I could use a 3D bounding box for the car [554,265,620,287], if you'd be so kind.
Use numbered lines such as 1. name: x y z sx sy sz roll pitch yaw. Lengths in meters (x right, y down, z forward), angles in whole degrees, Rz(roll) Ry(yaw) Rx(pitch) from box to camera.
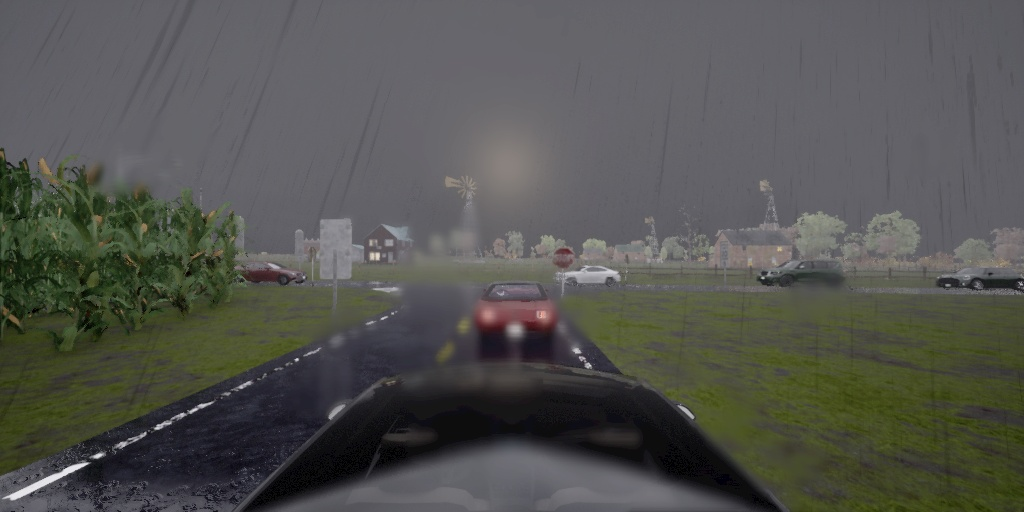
1. car: 5.263 1.374 25.125 4.674 1.442 1.812 1 -2 -14

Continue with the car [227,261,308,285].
1. car: -15.648 1.078 22.957 4.674 1.442 1.812 1 -1 0

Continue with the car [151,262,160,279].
1. car: -26.005 0.645 22.917 5.566 2.045 2.150 1 -1 0

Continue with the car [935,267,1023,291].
1. car: 33.968 1.570 26.107 4.553 1.767 2.097 1 -1 0

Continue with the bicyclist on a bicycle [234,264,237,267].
1. bicyclist on a bicycle: -22.674 0.995 28.897 0.582 1.620 1.656 1 0 0

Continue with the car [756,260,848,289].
1. car: 21.002 1.280 26.063 5.566 2.045 2.150 1 -1 0

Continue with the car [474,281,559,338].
1. car: 0.139 1.353 10.202 1.895 1.301 4.718 0 0 1
